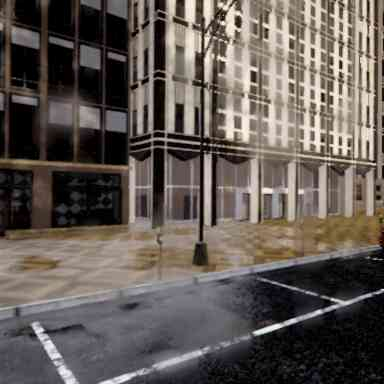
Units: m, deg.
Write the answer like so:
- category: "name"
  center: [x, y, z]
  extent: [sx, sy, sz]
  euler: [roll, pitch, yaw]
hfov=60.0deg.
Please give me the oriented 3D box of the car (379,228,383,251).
- category: "car"
  center: [9.347, 1.473, 12.952]
  extent: [5.009, 1.841, 2.192]
  euler: [1, 0, -36]
